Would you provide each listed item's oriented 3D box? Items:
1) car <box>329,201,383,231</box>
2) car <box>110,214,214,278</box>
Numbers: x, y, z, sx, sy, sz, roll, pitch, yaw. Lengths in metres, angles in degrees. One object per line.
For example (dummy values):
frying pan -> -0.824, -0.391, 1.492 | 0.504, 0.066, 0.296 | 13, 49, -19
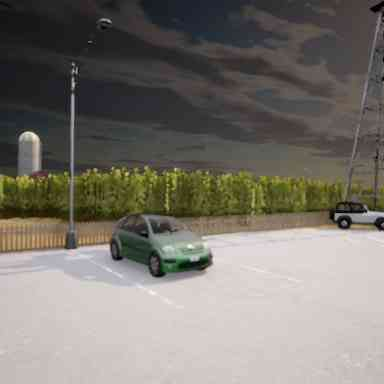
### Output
car -> 11.261, 1.558, 22.208 | 3.866, 1.878, 1.905 | 0, 0, 23
car -> -1.091, 1.530, 10.512 | 1.851, 1.617, 3.988 | 1, 0, -36
